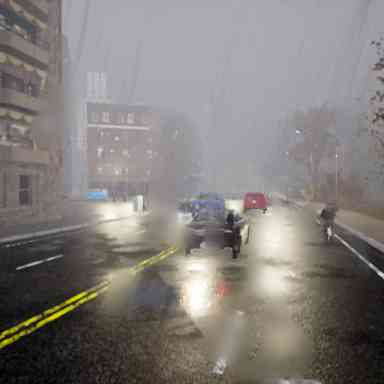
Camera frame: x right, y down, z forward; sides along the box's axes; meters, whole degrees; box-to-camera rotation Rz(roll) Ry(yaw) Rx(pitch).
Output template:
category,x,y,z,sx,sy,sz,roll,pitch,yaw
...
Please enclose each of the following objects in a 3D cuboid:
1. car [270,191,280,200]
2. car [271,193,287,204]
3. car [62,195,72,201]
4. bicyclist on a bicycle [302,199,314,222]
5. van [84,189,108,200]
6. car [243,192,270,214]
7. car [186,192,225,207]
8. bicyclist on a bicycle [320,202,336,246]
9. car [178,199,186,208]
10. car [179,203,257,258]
category,x,y,z,sx,sy,sz,roll,pitch,yaw
car,17.289,0.710,69.675,2.150,2.045,5.566,0,0,10
car,14.331,1.208,54.042,1.895,1.301,4.718,0,0,12
car,-19.649,0.719,48.154,4.206,1.307,1.802,1,-1,-17
bicyclist on a bicycle,8.104,1.276,23.248,0.866,1.612,1.509,0,0,14
van,-16.557,0.432,57.829,3.998,1.788,1.690,1,0,-17
car,6.306,0.983,32.957,2.150,2.045,5.566,0,0,14
car,1.467,1.019,27.666,2.150,2.045,5.566,0,0,14
bicyclist on a bicycle,5.581,1.277,13.703,0.659,1.776,1.843,0,1,15
car,-0.043,1.337,35.091,1.895,1.301,4.718,0,0,14
car,1.059,1.399,12.500,2.128,1.511,4.902,0,0,15
